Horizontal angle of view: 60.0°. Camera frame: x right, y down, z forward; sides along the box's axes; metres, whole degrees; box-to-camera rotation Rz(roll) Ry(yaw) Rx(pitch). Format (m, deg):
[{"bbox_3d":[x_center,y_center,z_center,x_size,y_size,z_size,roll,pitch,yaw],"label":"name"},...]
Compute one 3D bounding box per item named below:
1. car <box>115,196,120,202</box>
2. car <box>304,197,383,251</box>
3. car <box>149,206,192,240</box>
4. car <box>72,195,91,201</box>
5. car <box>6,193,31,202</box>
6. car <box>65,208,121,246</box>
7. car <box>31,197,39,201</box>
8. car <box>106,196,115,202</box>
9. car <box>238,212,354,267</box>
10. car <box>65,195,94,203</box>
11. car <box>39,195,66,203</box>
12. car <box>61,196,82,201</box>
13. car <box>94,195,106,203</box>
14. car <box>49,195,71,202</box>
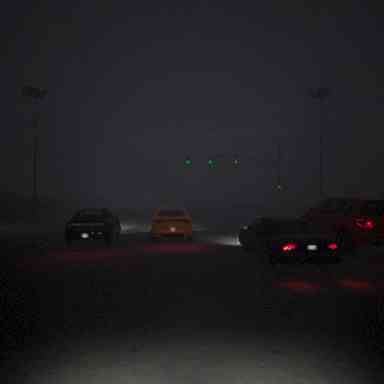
[{"bbox_3d":[-18.750,1.553,77.848,4.181,1.385,1.994,0,0,34],"label":"car"},{"bbox_3d":[6.305,1.206,13.600,2.150,2.045,5.566,0,0,-5],"label":"car"},{"bbox_3d":[-1.126,1.473,16.977,1.882,1.535,5.008,0,0,-7],"label":"car"},{"bbox_3d":[-27.433,1.485,82.691,4.181,1.385,1.994,0,0,23],"label":"car"},{"bbox_3d":[-37.194,1.257,71.404,5.566,2.045,2.150,0,0,16],"label":"car"},{"bbox_3d":[-4.473,1.493,15.446,2.128,1.511,4.902,0,0,-6],"label":"car"},{"bbox_3d":[-32.184,1.447,73.306,5.008,1.535,1.882,0,0,20],"label":"car"},{"bbox_3d":[-20.155,1.599,74.555,4.718,1.301,1.895,0,0,34],"label":"car"},{"bbox_3d":[3.010,1.538,11.427,2.033,1.411,5.357,0,0,-5],"label":"car"},{"bbox_3d":[-22.979,1.551,67.967,5.357,1.411,2.033,0,0,37],"label":"car"},{"bbox_3d":[-28.108,1.375,67.248,4.553,1.767,2.097,0,0,30],"label":"car"},{"bbox_3d":[-28.917,1.539,79.520,4.718,1.301,1.895,0,0,23],"label":"car"},{"bbox_3d":[-21.441,1.485,71.170,5.008,1.535,1.882,0,0,34],"label":"car"},{"bbox_3d":[-30.345,1.456,76.326,4.892,1.490,1.837,0,0,23],"label":"car"}]
